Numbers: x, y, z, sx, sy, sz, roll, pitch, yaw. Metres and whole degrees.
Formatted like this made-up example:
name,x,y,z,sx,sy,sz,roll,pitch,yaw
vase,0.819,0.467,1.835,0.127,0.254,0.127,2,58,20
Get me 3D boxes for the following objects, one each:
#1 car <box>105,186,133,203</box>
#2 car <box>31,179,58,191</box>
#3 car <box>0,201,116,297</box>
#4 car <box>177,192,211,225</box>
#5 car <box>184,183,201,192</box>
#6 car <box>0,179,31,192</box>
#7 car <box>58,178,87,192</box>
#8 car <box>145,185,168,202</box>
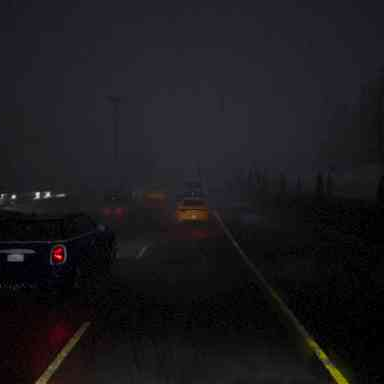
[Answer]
name,x,y,z,sx,sy,sz,roll,pitch,yaw
car,-6.927,0.130,31.767,2.128,1.511,4.902,0,6,0
car,-17.574,-0.947,41.105,1.994,1.385,4.181,0,8,0
car,-3.400,1.273,8.562,2.097,1.767,4.553,0,1,0
car,0.100,1.037,20.200,1.882,1.535,5.008,0,3,0
car,0.048,-0.398,37.232,1.895,1.301,4.718,0,7,0
car,-21.074,-0.872,40.384,2.033,1.411,5.357,0,8,0
car,-14.076,-0.872,40.221,1.812,1.442,4.674,0,7,0
car,-3.431,0.004,32.816,1.882,1.535,5.008,0,6,0
